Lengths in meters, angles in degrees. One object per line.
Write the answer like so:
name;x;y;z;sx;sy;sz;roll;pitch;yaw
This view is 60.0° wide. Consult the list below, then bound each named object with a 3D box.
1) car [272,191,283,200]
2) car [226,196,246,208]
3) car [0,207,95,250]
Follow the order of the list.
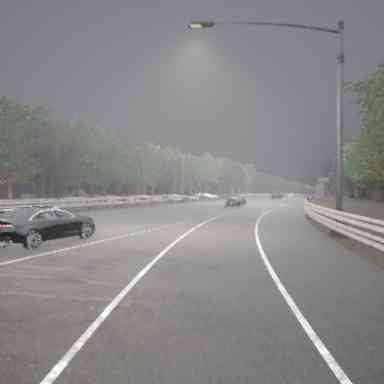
car;20.363;0.799;79.328;2.150;2.045;5.566;0;0;22
car;5.679;1.218;42.973;1.812;1.442;4.674;0;0;22
car;-6.052;1.362;13.732;2.128;1.511;4.902;0;0;22
